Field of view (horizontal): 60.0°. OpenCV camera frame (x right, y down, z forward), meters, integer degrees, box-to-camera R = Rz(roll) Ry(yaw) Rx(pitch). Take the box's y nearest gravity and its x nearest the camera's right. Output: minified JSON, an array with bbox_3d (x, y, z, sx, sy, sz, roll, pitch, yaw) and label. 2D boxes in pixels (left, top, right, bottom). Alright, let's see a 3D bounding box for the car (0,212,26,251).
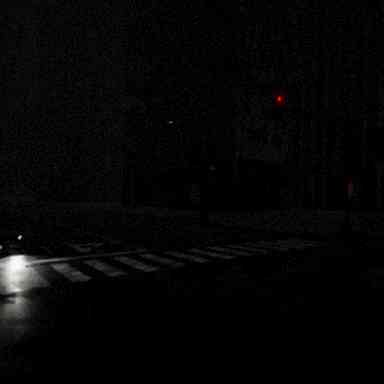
[{"bbox_3d":[-8.295,1.547,13.751,2.033,1.411,5.357,1,0,-36],"label":"car"}]
